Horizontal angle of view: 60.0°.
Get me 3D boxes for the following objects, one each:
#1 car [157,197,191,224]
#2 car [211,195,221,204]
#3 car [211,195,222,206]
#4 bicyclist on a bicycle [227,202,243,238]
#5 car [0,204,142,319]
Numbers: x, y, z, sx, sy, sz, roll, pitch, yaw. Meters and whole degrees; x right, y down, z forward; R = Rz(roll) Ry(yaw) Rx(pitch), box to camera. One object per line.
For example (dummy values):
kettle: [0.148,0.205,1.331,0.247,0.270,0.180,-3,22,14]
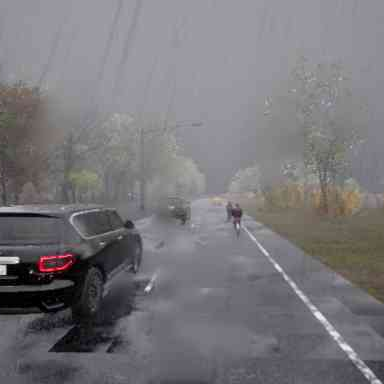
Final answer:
car: [-1.386,1.385,26.548,2.150,2.045,5.566,0,0,4]
car: [5.380,1.659,73.944,2.150,2.045,5.566,0,0,4]
car: [4.728,1.848,63.361,1.882,1.535,5.008,0,0,4]
bicyclist on a bicycle: [2.338,1.468,17.291,0.659,1.776,1.843,0,0,4]
car: [-2.721,1.275,7.656,2.150,2.045,5.566,0,0,4]
